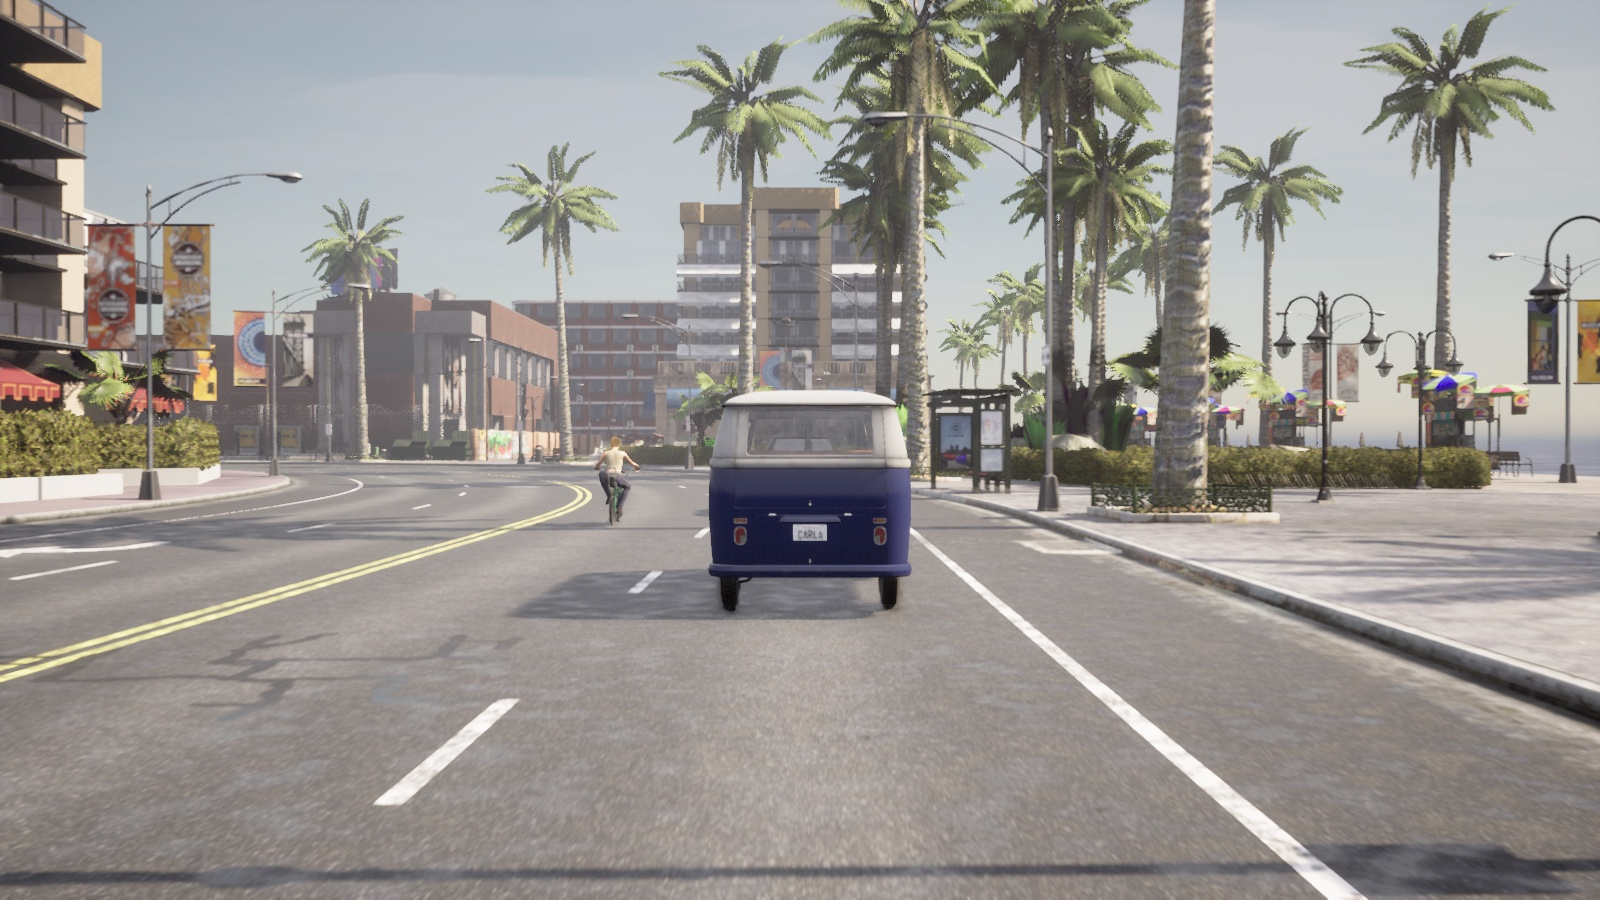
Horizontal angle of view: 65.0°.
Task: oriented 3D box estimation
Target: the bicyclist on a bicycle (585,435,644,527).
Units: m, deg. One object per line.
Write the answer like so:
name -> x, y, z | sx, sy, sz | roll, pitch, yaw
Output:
bicyclist on a bicycle -> -3.365, 0.548, 22.915 | 0.866, 1.612, 1.509 | 0, 0, -1

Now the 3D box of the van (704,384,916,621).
van -> 0.091, 0.426, 12.756 | 1.775, 1.987, 4.442 | 0, 0, 0
